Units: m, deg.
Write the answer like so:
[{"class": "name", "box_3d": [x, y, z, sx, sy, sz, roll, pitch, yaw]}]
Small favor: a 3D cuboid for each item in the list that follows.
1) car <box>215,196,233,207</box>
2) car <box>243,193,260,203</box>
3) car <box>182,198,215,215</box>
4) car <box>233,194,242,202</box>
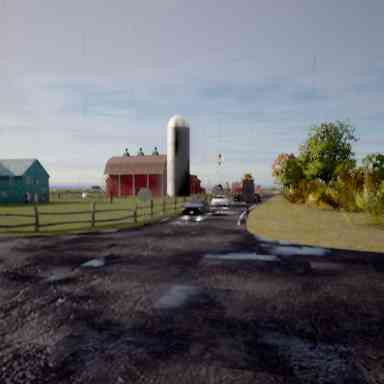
[{"class": "car", "box_3d": [3.778, 1.210, 43.930, 1.812, 1.442, 4.674, 0, 0, 15]}, {"class": "car", "box_3d": [10.089, 1.136, 56.337, 1.812, 1.442, 4.674, 0, 0, 15]}, {"class": "car", "box_3d": [0.527, 1.325, 30.786, 2.033, 1.411, 5.357, 0, 0, 12]}, {"class": "car", "box_3d": [8.423, 1.132, 60.684, 1.837, 1.490, 4.892, 0, 0, 15]}]
